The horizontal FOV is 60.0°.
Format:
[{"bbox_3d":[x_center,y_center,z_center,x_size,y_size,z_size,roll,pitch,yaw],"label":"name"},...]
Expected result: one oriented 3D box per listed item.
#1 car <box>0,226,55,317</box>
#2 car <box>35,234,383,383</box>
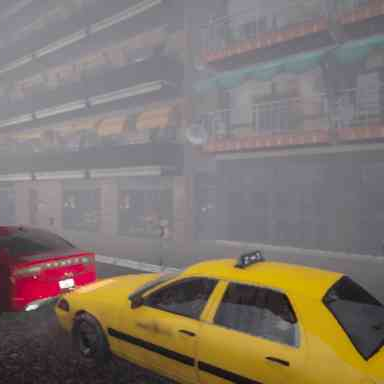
[{"bbox_3d":[-4.266,1.511,7.474,5.008,1.535,1.882,0,0,36],"label":"car"},{"bbox_3d":[0.432,1.484,4.054,5.366,1.575,1.801,0,0,36],"label":"car"}]
